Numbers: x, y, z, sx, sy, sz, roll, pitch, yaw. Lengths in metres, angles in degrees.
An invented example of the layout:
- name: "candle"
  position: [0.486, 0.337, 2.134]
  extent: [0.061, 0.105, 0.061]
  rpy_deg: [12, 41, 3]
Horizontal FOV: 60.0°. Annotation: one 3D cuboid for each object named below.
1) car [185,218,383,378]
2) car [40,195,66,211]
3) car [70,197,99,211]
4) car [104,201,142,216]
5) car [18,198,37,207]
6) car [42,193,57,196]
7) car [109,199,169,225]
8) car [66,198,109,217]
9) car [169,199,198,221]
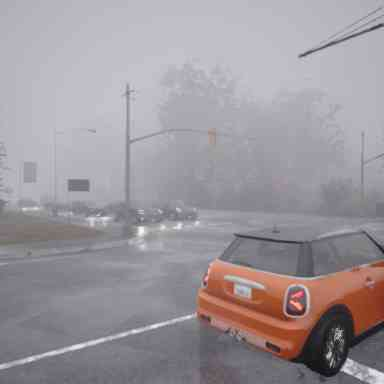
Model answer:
- name: "car"
  position: [2.315, 1.360, 5.838]
  extent: [4.553, 1.767, 2.097]
  rpy_deg: [0, 0, -40]
- name: "car"
  position: [-16.223, 1.493, 39.862]
  extent: [1.882, 1.535, 5.008]
  rpy_deg: [0, 0, -39]
- name: "car"
  position: [-13.755, 1.498, 42.379]
  extent: [1.882, 1.535, 5.008]
  rpy_deg: [0, 0, -39]
- name: "car"
  position: [-7.192, 1.622, 34.202]
  extent: [1.895, 1.301, 4.718]
  rpy_deg: [0, 0, -39]
- name: "car"
  position: [-25.501, 1.615, 51.531]
  extent: [1.895, 1.301, 4.718]
  rpy_deg: [0, 0, -38]
- name: "car"
  position: [-22.969, 1.245, 53.974]
  extent: [2.150, 2.045, 5.566]
  rpy_deg: [0, 0, -39]
- name: "car"
  position: [-4.028, 1.369, 24.679]
  extent: [2.097, 1.767, 4.553]
  rpy_deg: [0, 0, -39]
- name: "car"
  position: [-9.964, 1.563, 32.063]
  extent: [2.033, 1.411, 5.357]
  rpy_deg: [0, 0, -39]
- name: "car"
  position: [-1.561, 1.374, 27.196]
  extent: [2.097, 1.767, 4.553]
  rpy_deg: [0, 0, -39]
